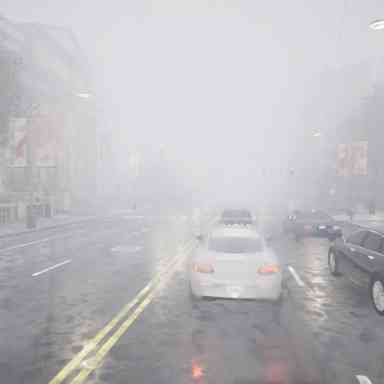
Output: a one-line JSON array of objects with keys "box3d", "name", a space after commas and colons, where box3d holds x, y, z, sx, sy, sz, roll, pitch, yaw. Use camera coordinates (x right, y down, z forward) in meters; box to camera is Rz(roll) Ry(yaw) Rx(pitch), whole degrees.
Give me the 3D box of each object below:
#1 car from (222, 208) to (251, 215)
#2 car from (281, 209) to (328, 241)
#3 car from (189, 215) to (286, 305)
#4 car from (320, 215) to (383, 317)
[{"box3d": [2.322, 1.547, 17.488, 2.033, 1.411, 5.357, 0, 0, 8], "name": "car"}, {"box3d": [5.759, 1.547, 16.597, 2.033, 1.411, 5.357, 0, 0, 6], "name": "car"}, {"box3d": [1.034, 1.526, 8.031, 1.812, 1.442, 4.674, 0, 0, 7], "name": "car"}, {"box3d": [4.469, 1.505, 7.326, 1.837, 1.490, 4.892, 0, 0, 7], "name": "car"}]
